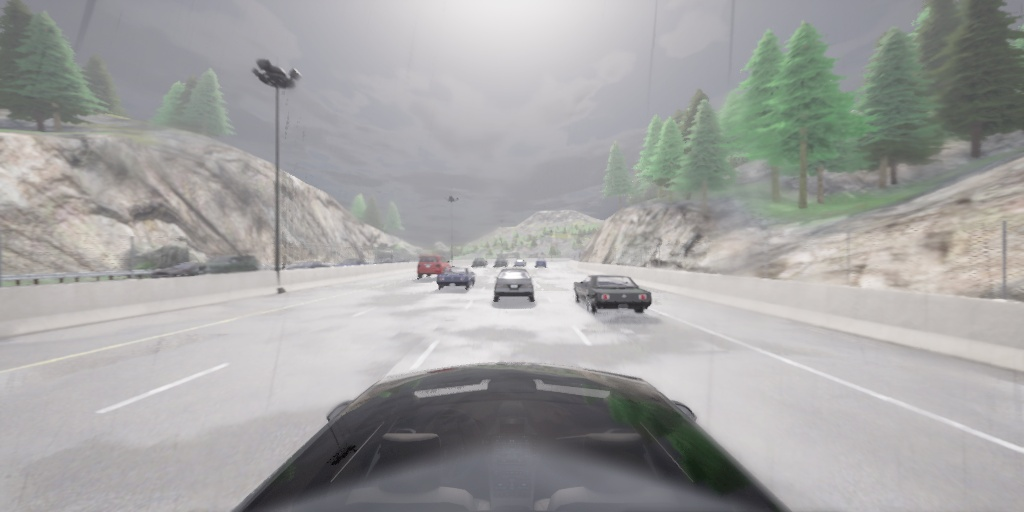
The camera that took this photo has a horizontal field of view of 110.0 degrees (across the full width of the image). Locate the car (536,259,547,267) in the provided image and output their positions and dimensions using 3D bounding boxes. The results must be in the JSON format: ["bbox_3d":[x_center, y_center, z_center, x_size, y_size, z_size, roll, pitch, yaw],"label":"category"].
[{"bbox_3d":[5.266,1.231,63.877,1.882,1.535,5.008,0,0,8],"label":"car"}]

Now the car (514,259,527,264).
[{"bbox_3d":[1.552,1.298,63.901,2.033,1.411,5.357,0,0,9],"label":"car"}]

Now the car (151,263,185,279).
[{"bbox_3d":[-28.090,1.279,31.334,2.033,1.411,5.357,0,0,0],"label":"car"}]

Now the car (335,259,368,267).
[{"bbox_3d":[-17.550,1.092,39.324,2.097,1.767,4.553,0,0,1],"label":"car"}]

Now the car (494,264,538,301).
[{"bbox_3d":[0.090,1.298,17.295,2.033,1.411,5.357,0,0,0],"label":"car"}]

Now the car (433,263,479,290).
[{"bbox_3d":[-3.403,1.349,22.680,1.895,1.301,4.718,0,0,0],"label":"car"}]

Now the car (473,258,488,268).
[{"bbox_3d":[-5.513,1.098,63.147,2.097,1.767,4.553,0,0,7],"label":"car"}]

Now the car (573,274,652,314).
[{"bbox_3d":[3.597,1.353,13.792,1.895,1.301,4.718,0,0,0],"label":"car"}]

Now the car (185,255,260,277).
[{"bbox_3d":[-24.590,0.956,31.162,2.150,2.045,5.566,0,0,0],"label":"car"}]

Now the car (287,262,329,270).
[{"bbox_3d":[-21.082,1.284,37.376,2.033,1.411,5.357,0,0,0],"label":"car"}]

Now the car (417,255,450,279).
[{"bbox_3d":[-6.908,0.965,32.145,2.150,2.045,5.566,0,0,0],"label":"car"}]

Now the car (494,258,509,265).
[{"bbox_3d":[-1.767,1.101,63.793,2.097,1.767,4.553,0,0,7],"label":"car"}]
